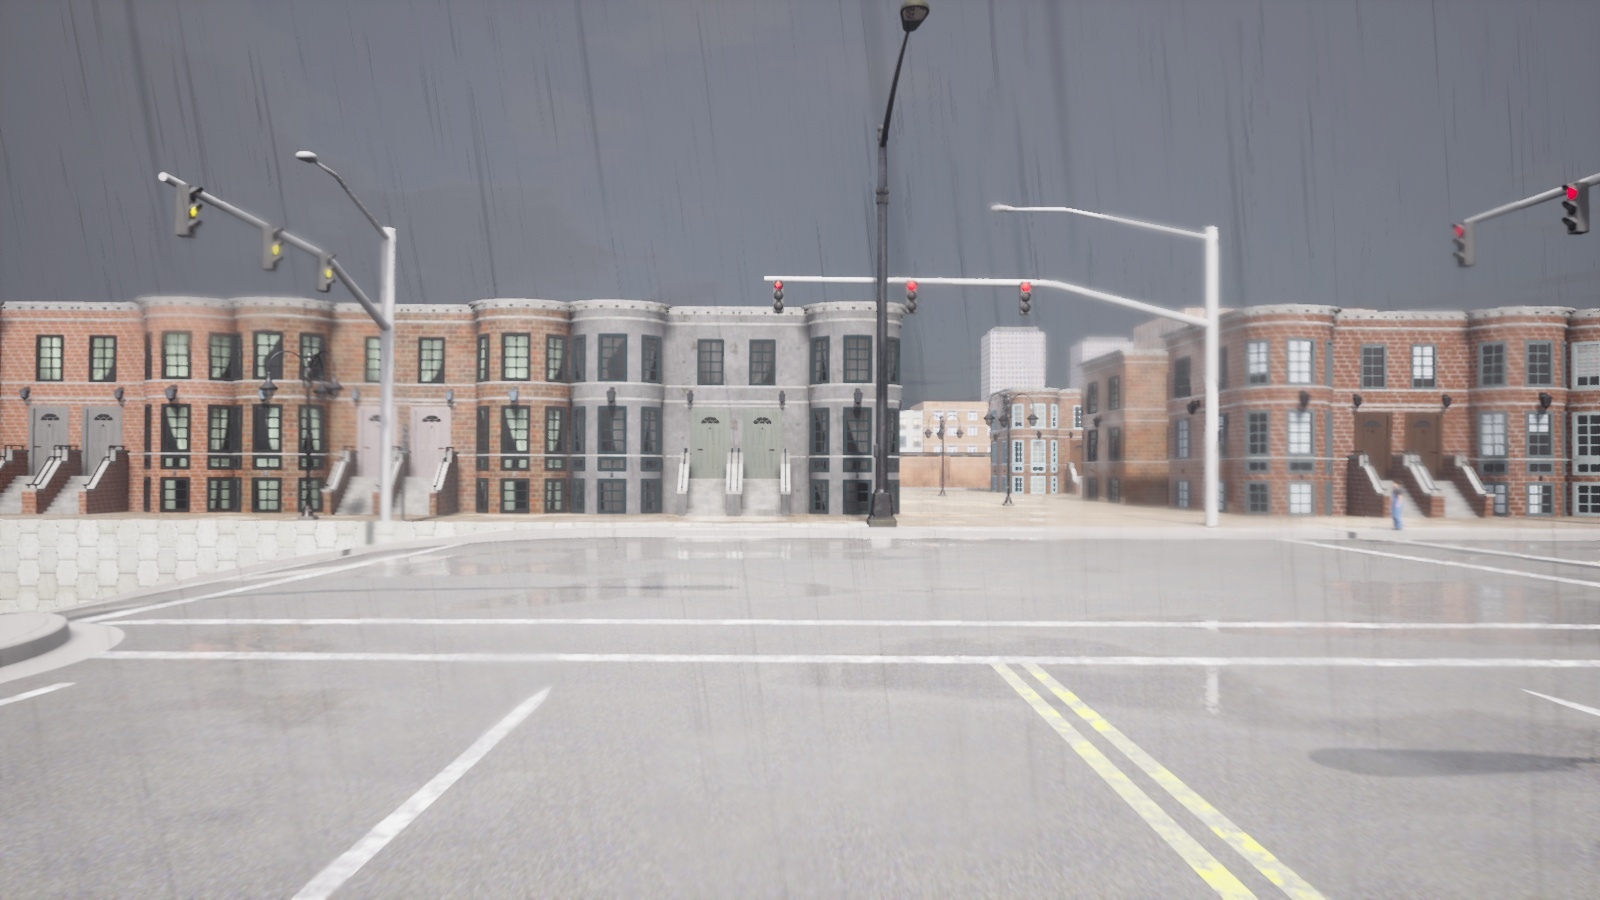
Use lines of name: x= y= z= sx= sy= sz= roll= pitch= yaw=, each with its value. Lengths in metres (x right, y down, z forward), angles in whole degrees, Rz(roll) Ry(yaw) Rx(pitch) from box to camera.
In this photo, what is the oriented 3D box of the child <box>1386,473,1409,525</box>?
child: x=14.774 y=1.209 z=31.065 sx=0.437 sy=1.263 sz=0.270 roll=0 pitch=-1 yaw=-1
